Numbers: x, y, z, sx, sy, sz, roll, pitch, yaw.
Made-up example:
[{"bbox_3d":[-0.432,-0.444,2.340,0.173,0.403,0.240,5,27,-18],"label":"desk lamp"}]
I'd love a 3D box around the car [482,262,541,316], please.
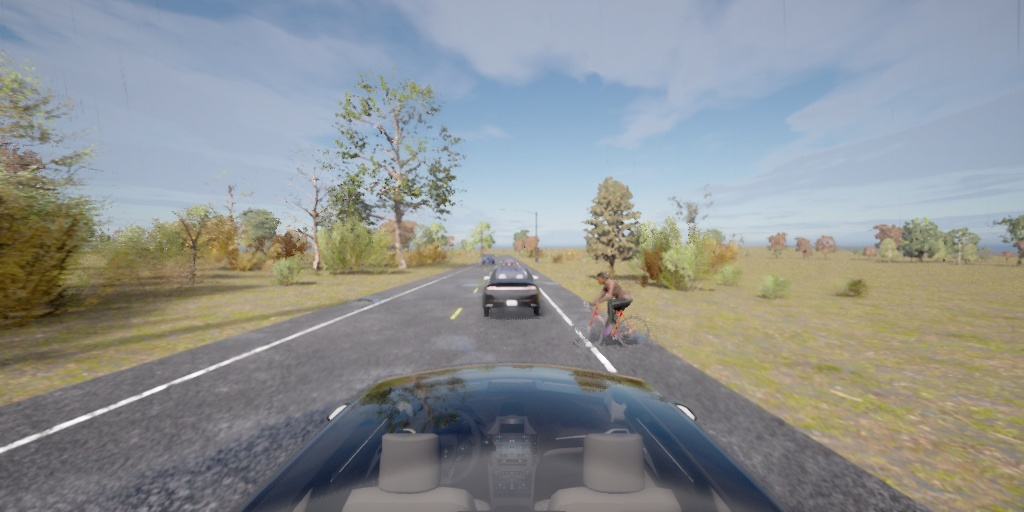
[{"bbox_3d":[-0.024,1.146,12.937,2.128,1.511,4.902,0,0,-1],"label":"car"}]

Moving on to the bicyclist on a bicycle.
[{"bbox_3d":[2.053,1.149,7.520,1.656,1.620,0.582,-1,1,-1],"label":"bicyclist on a bicycle"}]

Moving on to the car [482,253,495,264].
[{"bbox_3d":[-4.200,0.537,64.423,2.150,2.045,5.566,0,0,-1],"label":"car"}]

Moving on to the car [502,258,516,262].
[{"bbox_3d":[-0.354,0.960,42.343,2.033,1.411,5.357,0,0,-1],"label":"car"}]
